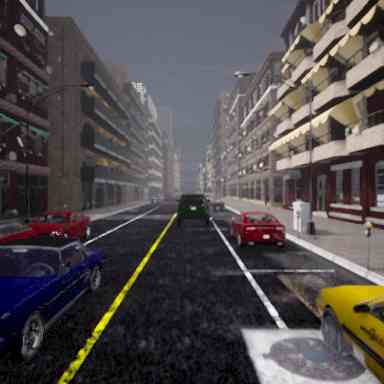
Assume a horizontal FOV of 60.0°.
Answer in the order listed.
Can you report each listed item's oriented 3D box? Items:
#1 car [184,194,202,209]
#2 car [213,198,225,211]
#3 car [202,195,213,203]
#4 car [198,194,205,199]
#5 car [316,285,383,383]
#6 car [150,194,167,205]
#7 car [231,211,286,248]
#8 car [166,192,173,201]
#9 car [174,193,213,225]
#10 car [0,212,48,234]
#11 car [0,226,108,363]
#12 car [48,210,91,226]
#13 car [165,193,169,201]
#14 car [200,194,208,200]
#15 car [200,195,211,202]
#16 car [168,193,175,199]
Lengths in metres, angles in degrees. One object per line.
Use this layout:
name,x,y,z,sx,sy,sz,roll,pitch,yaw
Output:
car,0.092,1.160,41.302,2.097,1.767,4.553,0,0,0
car,2.685,1.381,36.804,2.008,1.369,4.403,0,0,0
car,2.682,1.249,59.518,1.752,1.417,4.829,0,0,0
car,2.675,1.146,93.166,1.802,1.307,4.206,0,0,0
car,2.691,1.511,3.157,1.752,1.417,4.829,0,0,0
car,-5.698,1.301,53.714,2.008,1.369,4.403,0,0,0
car,2.689,1.479,14.260,1.887,1.381,4.507,0,0,0
car,-5.702,1.215,70.624,1.887,1.381,4.507,0,0,0
car,0.094,1.113,23.285,2.150,2.045,5.566,0,0,0
car,-5.690,1.400,8.625,1.967,1.590,4.097,0,0,0
car,-3.001,1.573,5.943,1.895,1.301,4.718,0,0,0
car,-5.691,1.479,14.262,1.887,1.381,4.507,0,0,0
car,-5.700,1.275,59.351,2.008,1.369,4.403,0,0,0
car,2.678,1.226,76.257,1.802,1.307,4.206,0,0,0
car,2.680,1.263,64.985,1.947,1.339,4.313,0,0,0
car,-5.705,1.090,92.998,1.752,1.417,4.829,0,0,0
